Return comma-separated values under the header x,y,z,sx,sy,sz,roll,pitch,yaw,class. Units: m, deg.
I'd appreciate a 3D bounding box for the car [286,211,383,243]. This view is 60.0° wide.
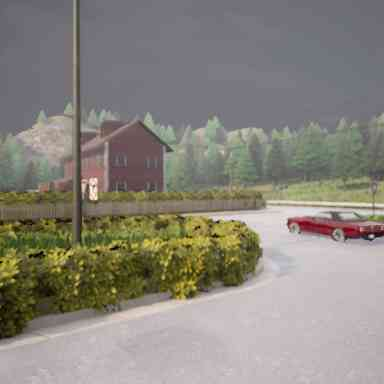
x,y,z,sx,sy,sz,roll,pitch,yaw,class
6.617,1.549,15.868,1.895,1.301,4.718,0,0,-22,car
